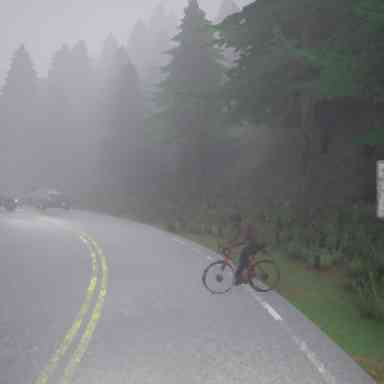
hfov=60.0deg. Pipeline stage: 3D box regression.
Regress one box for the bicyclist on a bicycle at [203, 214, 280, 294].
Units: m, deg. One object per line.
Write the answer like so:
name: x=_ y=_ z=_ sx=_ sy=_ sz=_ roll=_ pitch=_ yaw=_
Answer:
bicyclist on a bicycle: x=1.033 y=1.280 z=6.812 sx=1.656 sy=1.620 sz=0.582 roll=0 pitch=1 yaw=-9

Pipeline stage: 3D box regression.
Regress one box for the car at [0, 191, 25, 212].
car: x=-12.137 y=0.382 z=19.365 sx=4.718 sy=1.301 sz=1.895 roll=5 pitch=2 yaw=33

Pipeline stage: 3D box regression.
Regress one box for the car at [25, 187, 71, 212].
car: x=-9.729 y=0.401 z=21.673 sx=4.674 sy=1.442 sz=1.812 roll=5 pitch=2 yaw=36
